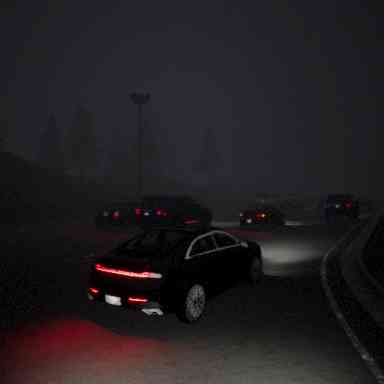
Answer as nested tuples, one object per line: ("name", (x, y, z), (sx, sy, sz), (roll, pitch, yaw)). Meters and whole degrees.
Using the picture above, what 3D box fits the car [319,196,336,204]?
("car", (25.391, 1.519, 62.301), (2.033, 1.411, 5.357), (0, 0, 31))

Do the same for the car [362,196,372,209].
("car", (23.524, 1.331, 45.812), (2.097, 1.767, 4.553), (0, 0, 31))

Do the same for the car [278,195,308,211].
("car", (12.568, 1.507, 41.303), (1.812, 1.442, 4.674), (0, 0, 31))

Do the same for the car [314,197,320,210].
("car", (17.307, 1.485, 42.348), (1.837, 1.490, 4.892), (0, 0, 31))

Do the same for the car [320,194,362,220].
("car", (12.690, 1.207, 28.069), (2.150, 2.045, 5.566), (0, 0, 31))

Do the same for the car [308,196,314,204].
("car", (23.114, 1.448, 65.288), (1.882, 1.535, 5.008), (0, 0, 31))

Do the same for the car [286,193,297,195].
("car", (20.027, 1.189, 66.950), (2.150, 2.045, 5.566), (0, 0, 31))

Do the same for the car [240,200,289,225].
("car", (4.567, 1.516, 21.485), (1.812, 1.442, 4.674), (0, 0, 31))

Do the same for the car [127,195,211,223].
("car", (-0.908, 1.213, 19.233), (2.150, 2.045, 5.566), (0, 0, 31))

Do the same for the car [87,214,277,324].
("car", (0.015, 1.488, 7.314), (2.128, 1.511, 4.902), (0, 0, 31))

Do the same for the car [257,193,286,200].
("car", (10.418, 1.201, 44.498), (2.150, 2.045, 5.566), (0, 0, 31))

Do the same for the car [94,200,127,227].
("car", (-3.887, 1.343, 21.072), (2.097, 1.767, 4.553), (0, 0, 31))
